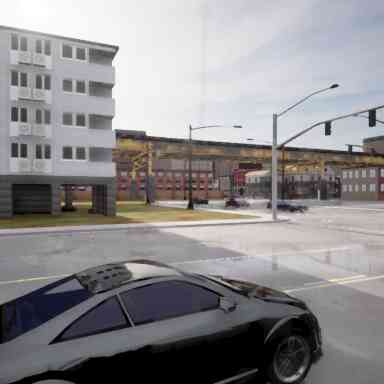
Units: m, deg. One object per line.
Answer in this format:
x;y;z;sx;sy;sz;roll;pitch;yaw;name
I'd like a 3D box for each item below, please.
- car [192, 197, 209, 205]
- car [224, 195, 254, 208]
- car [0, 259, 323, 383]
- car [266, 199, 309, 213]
1.432;1.548;58.433;2.033;1.411;5.357;0;0;-13;car
6.326;1.526;47.143;1.812;1.442;4.674;0;0;-25;car
-0.414;1.564;4.030;4.181;1.385;1.994;0;0;-30;car
10.721;1.547;37.857;2.033;1.411;5.357;0;0;-25;car
